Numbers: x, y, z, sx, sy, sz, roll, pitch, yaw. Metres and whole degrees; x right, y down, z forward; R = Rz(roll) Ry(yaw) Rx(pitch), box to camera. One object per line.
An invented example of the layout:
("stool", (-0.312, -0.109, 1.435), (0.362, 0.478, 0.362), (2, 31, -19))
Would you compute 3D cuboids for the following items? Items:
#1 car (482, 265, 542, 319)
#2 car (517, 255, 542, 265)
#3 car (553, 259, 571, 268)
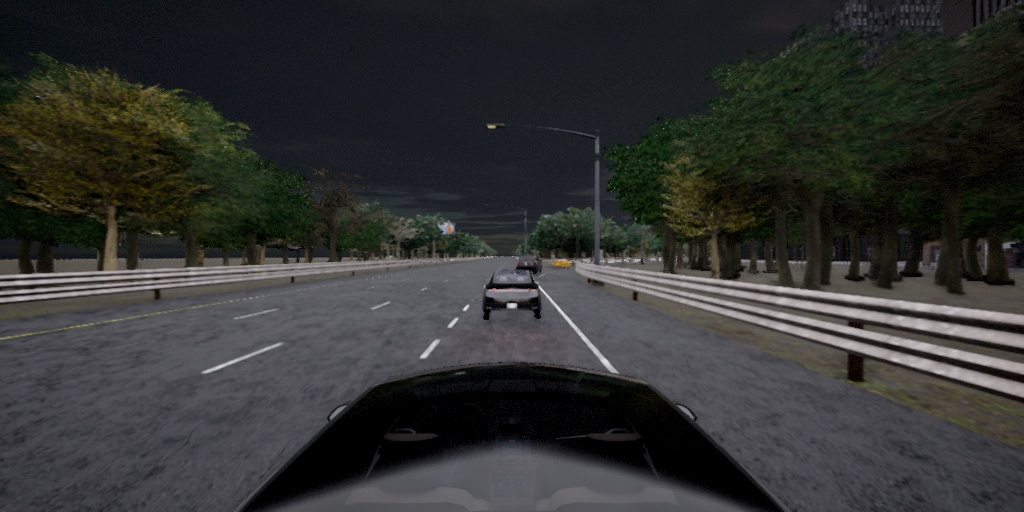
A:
("car", (0.001, 1.229, 12.821), (2.128, 1.511, 4.902), (0, 0, 0))
("car", (1.994, 0.932, 39.708), (2.150, 2.045, 5.566), (0, 0, 12))
("car", (8.054, 1.161, 57.597), (1.882, 1.535, 5.008), (0, 0, 25))
